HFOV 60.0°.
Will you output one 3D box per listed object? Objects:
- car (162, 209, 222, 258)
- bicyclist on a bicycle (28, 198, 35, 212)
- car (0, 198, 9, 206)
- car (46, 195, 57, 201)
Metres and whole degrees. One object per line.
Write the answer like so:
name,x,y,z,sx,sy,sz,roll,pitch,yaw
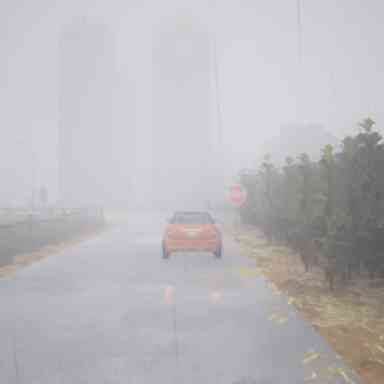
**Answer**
car,0.011,1.443,13.389,2.097,1.767,4.553,0,0,0
bicyclist on a bicycle,-18.188,1.481,37.702,0.582,1.620,1.656,0,0,0
car,-36.987,1.750,62.629,4.611,1.667,2.242,0,0,0
car,-37.269,1.671,86.834,3.866,1.878,1.905,0,0,0
